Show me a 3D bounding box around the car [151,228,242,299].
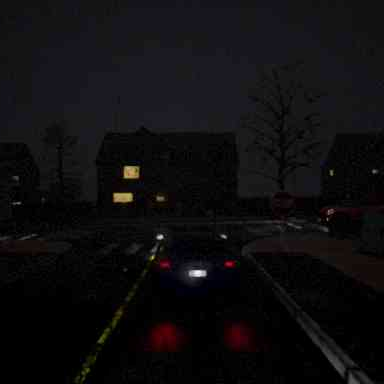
[{"bbox_3d":[0.019,1.613,8.671,1.994,1.385,4.181,0,0,-3],"label":"car"}]

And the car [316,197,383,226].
[{"bbox_3d":[10.358,1.159,21.181,4.553,1.767,2.097,-1,1,0],"label":"car"}]
